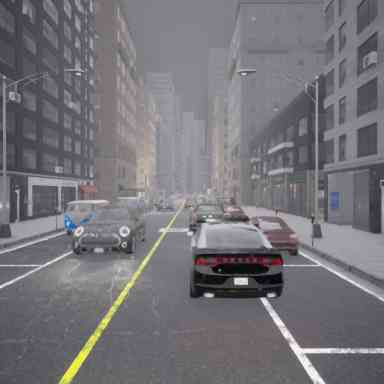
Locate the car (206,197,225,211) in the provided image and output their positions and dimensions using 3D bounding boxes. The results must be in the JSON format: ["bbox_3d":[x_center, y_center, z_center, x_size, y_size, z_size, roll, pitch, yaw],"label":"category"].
[{"bbox_3d":[2.835,1.443,40.378,1.967,1.590,4.097,0,0,0],"label":"car"}]

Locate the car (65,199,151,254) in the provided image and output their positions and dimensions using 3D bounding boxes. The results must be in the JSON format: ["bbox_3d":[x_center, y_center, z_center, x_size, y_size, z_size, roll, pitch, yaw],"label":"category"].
[{"bbox_3d":[-3.106,1.351,13.346,2.097,1.767,4.553,0,0,0],"label":"car"}]

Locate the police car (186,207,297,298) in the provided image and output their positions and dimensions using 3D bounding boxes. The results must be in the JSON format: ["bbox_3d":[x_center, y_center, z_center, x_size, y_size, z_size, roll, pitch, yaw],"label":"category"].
[{"bbox_3d":[0.895,1.425,8.655,1.930,1.638,5.238,0,0,0],"label":"police car"}]

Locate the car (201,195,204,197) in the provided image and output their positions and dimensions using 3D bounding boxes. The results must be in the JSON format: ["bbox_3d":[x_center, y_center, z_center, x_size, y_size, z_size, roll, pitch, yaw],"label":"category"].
[{"bbox_3d":[2.829,1.558,51.380,2.008,1.369,4.403,0,0,0],"label":"car"}]

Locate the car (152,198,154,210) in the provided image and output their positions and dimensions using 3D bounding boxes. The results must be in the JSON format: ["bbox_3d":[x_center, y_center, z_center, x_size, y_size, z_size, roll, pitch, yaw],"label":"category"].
[{"bbox_3d":[-5.690,1.585,40.374,1.802,1.307,4.206,0,0,0],"label":"car"}]

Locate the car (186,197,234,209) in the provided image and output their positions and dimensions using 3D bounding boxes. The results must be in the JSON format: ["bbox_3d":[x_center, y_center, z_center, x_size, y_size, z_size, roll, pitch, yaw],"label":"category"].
[{"bbox_3d":[0.890,1.351,18.516,2.097,1.767,4.553,0,0,0],"label":"car"}]

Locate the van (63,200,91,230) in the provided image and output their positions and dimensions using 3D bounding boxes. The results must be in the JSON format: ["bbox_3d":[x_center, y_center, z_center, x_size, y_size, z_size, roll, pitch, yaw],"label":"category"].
[{"bbox_3d":[-5.679,1.341,18.369,1.690,1.788,3.998,0,0,0],"label":"van"}]

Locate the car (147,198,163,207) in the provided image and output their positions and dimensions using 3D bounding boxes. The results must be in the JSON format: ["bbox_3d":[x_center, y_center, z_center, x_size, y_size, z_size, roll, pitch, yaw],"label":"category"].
[{"bbox_3d":[-5.696,1.573,51.376,1.947,1.339,4.313,0,0,0],"label":"car"}]

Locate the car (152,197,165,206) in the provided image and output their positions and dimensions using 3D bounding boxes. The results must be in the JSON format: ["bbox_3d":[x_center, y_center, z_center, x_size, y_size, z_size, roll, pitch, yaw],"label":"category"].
[{"bbox_3d":[-5.699,1.591,56.877,1.802,1.307,4.206,0,0,0],"label":"car"}]

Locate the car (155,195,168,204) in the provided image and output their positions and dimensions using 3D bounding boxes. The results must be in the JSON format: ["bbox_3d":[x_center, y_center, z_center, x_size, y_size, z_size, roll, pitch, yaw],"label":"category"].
[{"bbox_3d":[-5.702,1.452,62.379,1.967,1.590,4.097,0,0,0],"label":"car"}]

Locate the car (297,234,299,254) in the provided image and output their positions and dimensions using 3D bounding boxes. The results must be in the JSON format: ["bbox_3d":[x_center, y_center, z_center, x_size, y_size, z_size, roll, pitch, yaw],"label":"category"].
[{"bbox_3d":[2.849,1.581,12.871,1.802,1.307,4.206,0,0,0],"label":"car"}]

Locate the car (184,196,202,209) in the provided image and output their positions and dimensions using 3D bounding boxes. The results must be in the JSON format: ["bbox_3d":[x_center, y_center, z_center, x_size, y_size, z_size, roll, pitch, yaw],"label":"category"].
[{"bbox_3d":[-0.008,1.569,45.453,1.994,1.385,4.181,0,0,0],"label":"car"}]

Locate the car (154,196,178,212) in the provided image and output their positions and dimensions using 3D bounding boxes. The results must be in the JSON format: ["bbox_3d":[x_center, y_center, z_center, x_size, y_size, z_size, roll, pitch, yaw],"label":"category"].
[{"bbox_3d":[-3.020,1.508,38.973,1.837,1.490,4.892,0,0,0],"label":"car"}]

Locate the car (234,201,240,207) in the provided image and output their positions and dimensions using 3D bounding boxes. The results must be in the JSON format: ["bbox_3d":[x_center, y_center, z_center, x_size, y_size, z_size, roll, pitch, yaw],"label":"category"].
[{"bbox_3d":[2.844,1.582,23.873,1.802,1.307,4.206,0,0,0],"label":"car"}]

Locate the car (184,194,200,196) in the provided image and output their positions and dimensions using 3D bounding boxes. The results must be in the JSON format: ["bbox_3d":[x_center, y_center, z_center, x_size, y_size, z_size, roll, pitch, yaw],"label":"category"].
[{"bbox_3d":[-0.030,1.515,58.888,1.837,1.490,4.892,0,0,0],"label":"car"}]

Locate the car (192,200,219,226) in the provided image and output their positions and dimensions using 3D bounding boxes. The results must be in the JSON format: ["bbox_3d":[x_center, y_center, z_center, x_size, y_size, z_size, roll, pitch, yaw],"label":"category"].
[{"bbox_3d":[0.887,1.455,24.735,1.801,1.575,5.366,0,0,0],"label":"car"}]

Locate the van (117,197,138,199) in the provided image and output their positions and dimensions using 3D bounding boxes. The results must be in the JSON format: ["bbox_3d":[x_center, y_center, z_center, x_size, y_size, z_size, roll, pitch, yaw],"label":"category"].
[{"bbox_3d":[-5.685,1.342,29.371,1.690,1.788,3.998,0,0,0],"label":"van"}]

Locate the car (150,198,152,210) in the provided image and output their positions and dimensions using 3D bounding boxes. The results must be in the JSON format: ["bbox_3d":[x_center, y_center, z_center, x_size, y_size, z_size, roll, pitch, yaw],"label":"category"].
[{"bbox_3d":[-5.687,1.568,34.872,1.947,1.339,4.313,0,0,0],"label":"car"}]

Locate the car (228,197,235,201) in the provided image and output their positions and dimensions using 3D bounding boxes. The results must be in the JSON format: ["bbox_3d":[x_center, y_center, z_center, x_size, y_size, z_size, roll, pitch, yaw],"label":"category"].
[{"bbox_3d":[2.840,1.316,29.375,2.192,1.841,5.009,0,0,0],"label":"car"}]

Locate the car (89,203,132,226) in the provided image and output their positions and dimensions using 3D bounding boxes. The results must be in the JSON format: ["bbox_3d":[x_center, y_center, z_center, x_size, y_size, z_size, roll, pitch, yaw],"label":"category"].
[{"bbox_3d":[-5.682,1.551,23.869,2.008,1.369,4.403,0,0,0],"label":"car"}]
